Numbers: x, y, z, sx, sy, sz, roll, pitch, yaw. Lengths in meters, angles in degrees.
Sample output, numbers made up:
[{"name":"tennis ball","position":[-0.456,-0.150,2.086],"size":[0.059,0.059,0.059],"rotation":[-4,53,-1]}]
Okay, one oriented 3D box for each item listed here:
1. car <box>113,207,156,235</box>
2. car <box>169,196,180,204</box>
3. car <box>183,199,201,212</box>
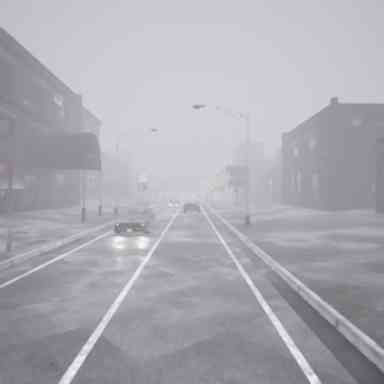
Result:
[{"name":"car","position":[-3.164,1.570,19.488],"size":[2.033,1.411,5.357],"rotation":[1,0,0]},{"name":"car","position":[-3.234,1.439,61.151],"size":[2.128,1.511,4.902],"rotation":[1,0,0]},{"name":"car","position":[-0.015,1.559,38.446],"size":[1.812,1.442,4.674],"rotation":[1,0,0]}]
